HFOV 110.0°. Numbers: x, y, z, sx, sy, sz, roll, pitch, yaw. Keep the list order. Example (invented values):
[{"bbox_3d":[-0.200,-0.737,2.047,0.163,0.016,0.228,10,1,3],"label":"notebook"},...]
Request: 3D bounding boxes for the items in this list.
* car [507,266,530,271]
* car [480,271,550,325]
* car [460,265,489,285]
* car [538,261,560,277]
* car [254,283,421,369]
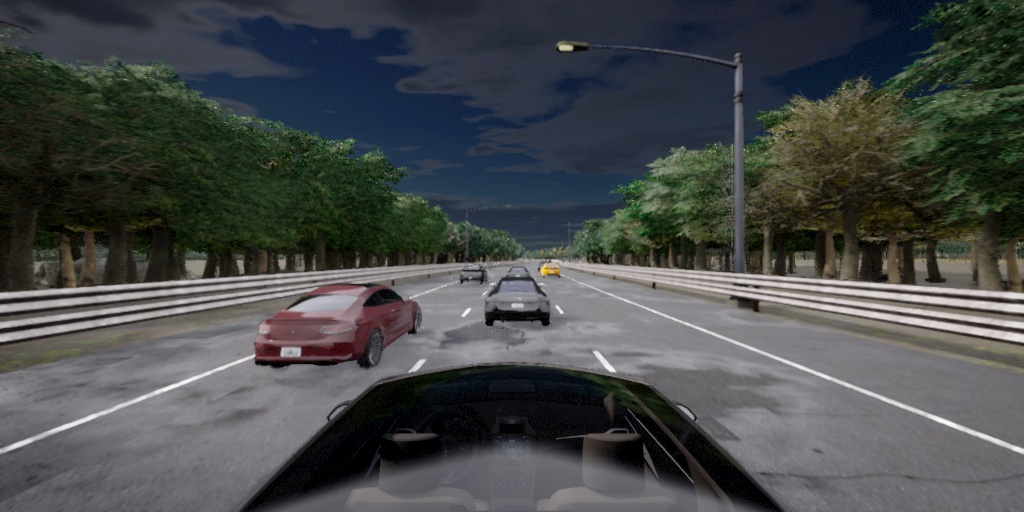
[{"bbox_3d":[0.536,1.532,29.633,1.994,1.385,4.181,0,0,2],"label":"car"},{"bbox_3d":[0.181,1.384,12.142,1.994,1.385,4.181,0,0,1],"label":"car"},{"bbox_3d":[-2.989,1.451,28.867,2.128,1.511,4.902,0,0,2],"label":"car"},{"bbox_3d":[4.306,1.562,40.416,1.882,1.535,5.008,0,-1,2],"label":"car"},{"bbox_3d":[-3.364,1.313,7.781,1.812,1.442,4.674,0,0,0],"label":"car"}]
